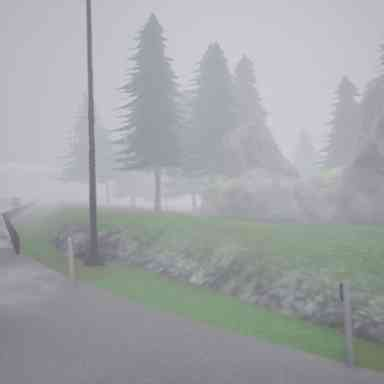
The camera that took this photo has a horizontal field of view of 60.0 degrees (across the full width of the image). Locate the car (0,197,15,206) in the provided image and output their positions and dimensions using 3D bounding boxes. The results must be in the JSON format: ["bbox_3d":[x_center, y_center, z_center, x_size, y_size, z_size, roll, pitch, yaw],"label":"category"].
[{"bbox_3d":[-32.989,1.714,59.750,1.837,1.490,4.892,-1,0,-22],"label":"car"}]

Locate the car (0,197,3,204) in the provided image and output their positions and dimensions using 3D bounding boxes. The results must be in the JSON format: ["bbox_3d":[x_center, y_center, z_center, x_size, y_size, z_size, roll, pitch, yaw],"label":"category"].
[{"bbox_3d":[-40.142,1.762,68.096,1.812,1.442,4.674,-1,0,-22],"label":"car"}]
